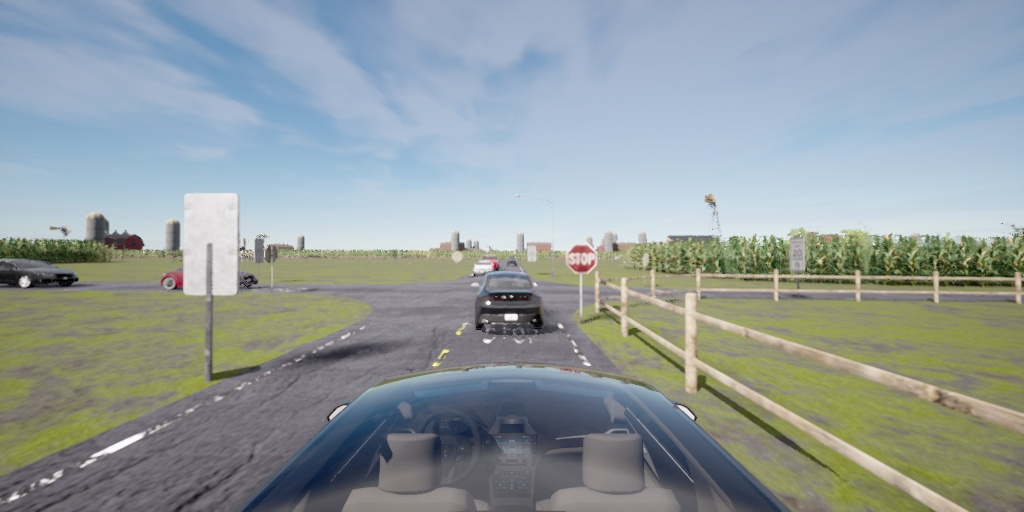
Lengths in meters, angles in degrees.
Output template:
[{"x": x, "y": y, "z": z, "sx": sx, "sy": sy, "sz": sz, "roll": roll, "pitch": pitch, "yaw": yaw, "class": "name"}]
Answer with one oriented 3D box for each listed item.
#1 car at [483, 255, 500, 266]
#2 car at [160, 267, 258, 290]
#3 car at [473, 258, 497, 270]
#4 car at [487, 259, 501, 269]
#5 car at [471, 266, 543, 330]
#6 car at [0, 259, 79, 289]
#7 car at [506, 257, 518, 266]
[{"x": -2.859, "y": 0.900, "z": 46.632, "sx": 2.150, "sy": 2.045, "sz": 5.566, "roll": 0, "pitch": 0, "yaw": 0, "class": "car"}, {"x": -16.247, "y": 1.107, "z": 19.396, "sx": 4.181, "sy": 1.385, "sz": 1.994, "roll": 1, "pitch": -1, "yaw": -1, "class": "car"}, {"x": -2.856, "y": 1.224, "z": 36.690, "sx": 1.812, "sy": 1.442, "sz": 4.674, "roll": 0, "pitch": 0, "yaw": 0, "class": "car"}, {"x": -2.847, "y": 1.201, "z": 57.279, "sx": 2.033, "sy": 1.411, "sz": 5.357, "roll": 0, "pitch": 0, "yaw": 0, "class": "car"}, {"x": -0.207, "y": 1.244, "z": 11.193, "sx": 1.837, "sy": 1.490, "sz": 4.892, "roll": 0, "pitch": 0, "yaw": -4, "class": "car"}, {"x": -26.632, "y": 0.938, "z": 19.439, "sx": 4.892, "sy": 1.490, "sz": 1.837, "roll": 1, "pitch": -1, "yaw": 0, "class": "car"}, {"x": -0.024, "y": 1.138, "z": 65.487, "sx": 1.837, "sy": 1.490, "sz": 4.892, "roll": 0, "pitch": 0, "yaw": 0, "class": "car"}]
